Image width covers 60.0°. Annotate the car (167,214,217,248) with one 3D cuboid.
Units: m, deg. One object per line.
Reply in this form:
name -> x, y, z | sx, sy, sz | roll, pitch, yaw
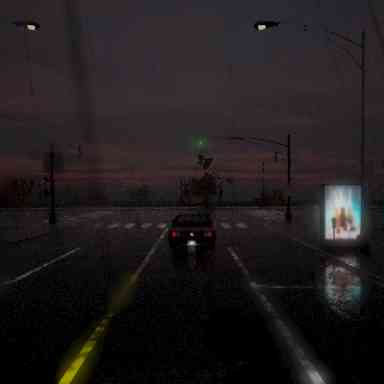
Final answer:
car -> 0.000, 1.613, 14.681 | 1.895, 1.301, 4.718 | 0, 0, 0
